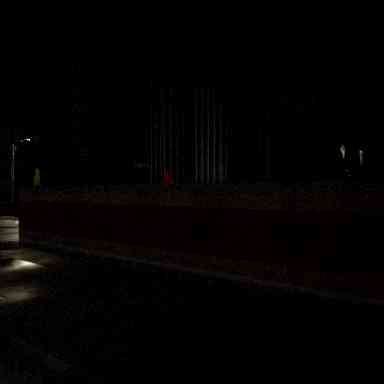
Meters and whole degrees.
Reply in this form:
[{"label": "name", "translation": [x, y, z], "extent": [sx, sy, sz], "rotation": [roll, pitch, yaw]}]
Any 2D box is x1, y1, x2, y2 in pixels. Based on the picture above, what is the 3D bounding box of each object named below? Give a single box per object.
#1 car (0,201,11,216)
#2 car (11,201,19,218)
[{"label": "car", "translation": [-16.423, 1.547, 29.102], "extent": [2.128, 1.511, 4.902], "rotation": [0, 0, 37]}, {"label": "car", "translation": [-12.265, 1.603, 28.823], "extent": [2.033, 1.411, 5.357], "rotation": [0, 0, 37]}]
